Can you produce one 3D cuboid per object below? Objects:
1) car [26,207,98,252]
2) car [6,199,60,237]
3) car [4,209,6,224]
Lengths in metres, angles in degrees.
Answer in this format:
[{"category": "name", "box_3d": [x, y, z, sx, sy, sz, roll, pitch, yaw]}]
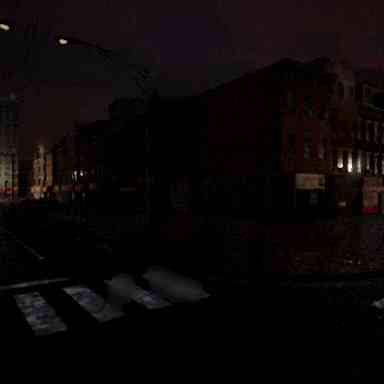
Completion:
[{"category": "car", "box_3d": [-5.342, 1.533, 13.817, 1.887, 1.381, 4.507, 0, 0, -36]}, {"category": "car", "box_3d": [-8.503, 1.300, 18.237, 2.192, 1.841, 5.009, 0, 0, -36]}, {"category": "car", "box_3d": [-11.666, 1.528, 22.655, 1.887, 1.381, 4.507, 0, 0, -36]}]
